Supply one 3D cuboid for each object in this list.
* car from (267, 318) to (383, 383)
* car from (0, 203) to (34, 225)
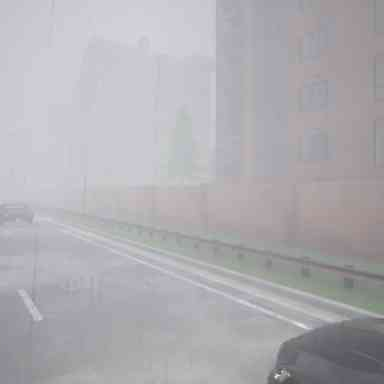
[{"bbox_3d":[2.546,1.488,1.552,1.837,1.490,4.892,0,0,-35],"label":"car"},{"bbox_3d":[-12.093,1.418,22.480,1.895,1.301,4.718,0,1,-35],"label":"car"}]
